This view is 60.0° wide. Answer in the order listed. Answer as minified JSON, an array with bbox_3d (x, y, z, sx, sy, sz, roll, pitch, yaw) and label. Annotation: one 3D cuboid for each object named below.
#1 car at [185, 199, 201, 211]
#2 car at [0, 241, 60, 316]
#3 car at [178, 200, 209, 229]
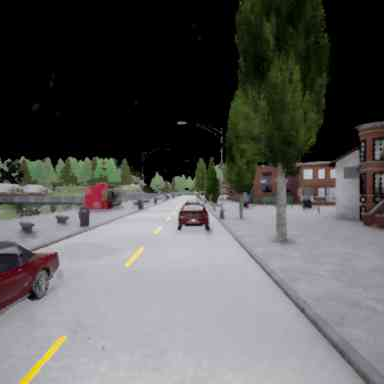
[{"bbox_3d":[0.084,1.607,42.021,1.895,1.301,4.718,0,0,0],"label":"car"},{"bbox_3d":[-4.052,1.602,5.605,1.895,1.301,4.718,0,0,1],"label":"car"},{"bbox_3d":[0.092,1.481,21.533,1.882,1.535,5.008,0,0,0],"label":"car"}]
